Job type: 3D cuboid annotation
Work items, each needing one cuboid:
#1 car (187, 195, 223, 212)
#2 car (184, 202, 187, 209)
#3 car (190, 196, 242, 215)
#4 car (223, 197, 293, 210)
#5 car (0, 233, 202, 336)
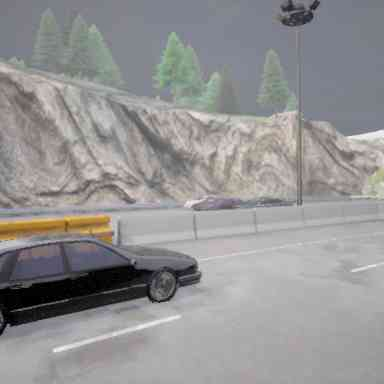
[{"bbox_3d":[2.644,1.167,26.055,5.357,1.411,2.033,-1,1,-29],"label":"car"},{"bbox_3d":[1.429,1.073,33.308,4.674,1.442,1.812,-1,1,-28],"label":"car"},{"bbox_3d":[2.171,1.145,29.718,4.181,1.385,1.994,-1,1,-28],"label":"car"},{"bbox_3d":[4.882,1.122,23.245,4.892,1.490,1.837,-1,1,-28],"label":"car"},{"bbox_3d":[-2.433,1.510,6.274,5.357,1.411,2.033,-1,1,-34],"label":"car"}]
